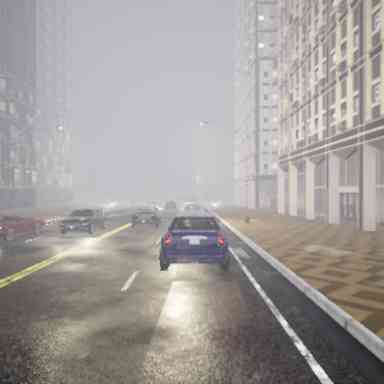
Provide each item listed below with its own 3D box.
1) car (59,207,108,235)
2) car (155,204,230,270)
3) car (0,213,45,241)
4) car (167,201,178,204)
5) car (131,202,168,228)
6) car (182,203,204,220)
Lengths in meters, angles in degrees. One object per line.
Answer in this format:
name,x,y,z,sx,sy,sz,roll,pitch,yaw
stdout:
car,-6.624,1.737,20.721,1.837,1.490,4.892,0,-1,0
car,0.076,1.480,11.711,2.097,1.767,4.553,0,-1,0
car,-9.872,1.807,18.015,1.895,1.301,4.718,0,-1,0
car,-3.222,2.073,51.351,1.812,1.442,4.674,0,-1,0
car,-3.183,1.758,24.255,2.128,1.511,4.902,0,-1,0
car,0.055,1.906,33.405,2.033,1.411,5.357,0,-1,0
